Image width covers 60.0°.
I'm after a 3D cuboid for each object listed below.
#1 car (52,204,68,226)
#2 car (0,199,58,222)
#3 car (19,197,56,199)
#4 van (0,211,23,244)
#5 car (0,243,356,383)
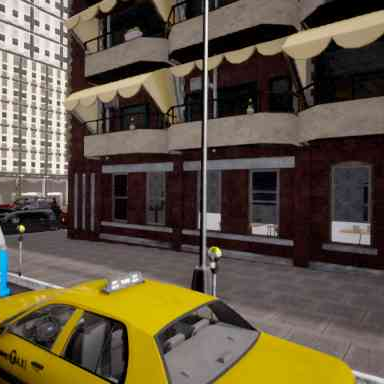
[{"bbox_3d":[-6.970,1.685,23.207,1.887,1.381,4.507,1,0,36],"label":"car"},{"bbox_3d":[-12.479,1.541,25.449,2.128,1.511,4.902,1,1,36],"label":"car"},{"bbox_3d":[-13.757,1.338,28.117,2.192,1.841,5.009,1,0,36],"label":"car"},{"bbox_3d":[-5.324,1.339,6.662,3.998,1.788,1.690,0,1,36],"label":"van"},{"bbox_3d":[-0.902,1.525,3.508,4.829,1.417,1.752,0,1,36],"label":"car"}]
